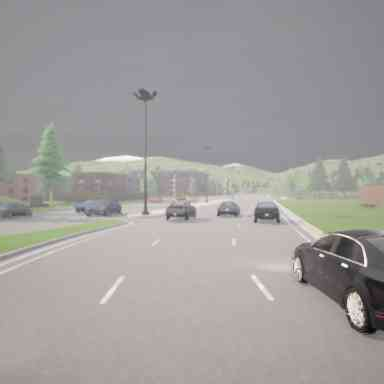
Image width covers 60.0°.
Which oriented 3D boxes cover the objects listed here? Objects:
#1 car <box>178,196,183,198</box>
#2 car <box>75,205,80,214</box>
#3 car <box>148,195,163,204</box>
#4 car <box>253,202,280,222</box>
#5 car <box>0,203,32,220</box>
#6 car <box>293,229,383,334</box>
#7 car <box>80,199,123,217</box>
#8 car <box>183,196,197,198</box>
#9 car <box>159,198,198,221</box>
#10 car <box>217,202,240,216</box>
[{"bbox_3d":[-2.408,1.690,77.226,1.895,1.301,4.718,0,0,12],"label":"car"},{"bbox_3d":[-11.040,1.581,36.930,1.882,1.535,5.008,0,0,12],"label":"car"},{"bbox_3d":[-7.574,1.513,69.726,2.097,1.767,4.553,0,0,12],"label":"car"},{"bbox_3d":[5.929,1.517,26.542,1.882,1.535,5.008,0,0,11],"label":"car"},{"bbox_3d":[-16.237,1.665,29.522,1.994,1.385,4.181,0,0,13],"label":"car"},{"bbox_3d":[3.525,1.510,6.741,1.837,1.490,4.892,0,0,0],"label":"car"},{"bbox_3d":[-8.471,1.439,32.194,2.097,1.767,4.553,0,0,12],"label":"car"},{"bbox_3d":[0.001,1.624,71.707,1.882,1.535,5.008,0,0,12],"label":"car"},{"bbox_3d":[-0.855,1.552,28.231,2.128,1.511,4.902,0,0,11],"label":"car"},{"bbox_3d":[3.662,1.622,32.859,1.994,1.385,4.181,0,0,12],"label":"car"}]
